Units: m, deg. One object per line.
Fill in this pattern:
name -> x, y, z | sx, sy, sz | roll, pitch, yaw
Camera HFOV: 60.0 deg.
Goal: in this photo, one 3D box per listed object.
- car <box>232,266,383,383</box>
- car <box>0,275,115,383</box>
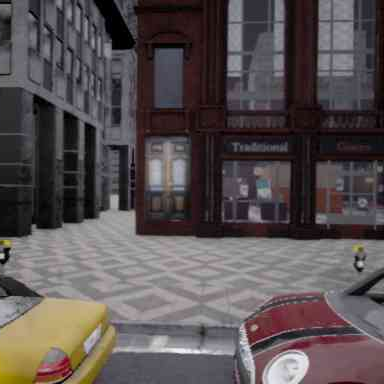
car -> 2.445, 1.457, 3.286 | 4.097, 1.590, 1.967 | 1, 0, 3
car -> -3.352, 1.486, 3.636 | 4.829, 1.417, 1.752 | 1, 0, 3
